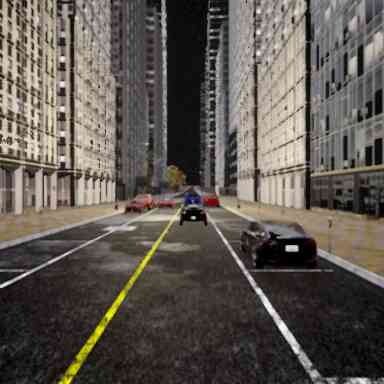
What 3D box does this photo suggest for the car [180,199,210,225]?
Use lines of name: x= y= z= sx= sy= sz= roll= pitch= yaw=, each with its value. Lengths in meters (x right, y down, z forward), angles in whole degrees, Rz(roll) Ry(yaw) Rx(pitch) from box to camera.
car: x=0.099 y=1.481 z=23.506 sx=1.812 sy=1.442 sz=4.674 roll=0 pitch=0 yaw=0

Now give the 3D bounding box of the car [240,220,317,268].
car: x=2.686 y=1.546 z=11.012 sx=1.947 sy=1.339 sz=4.313 roll=0 pitch=0 yaw=0

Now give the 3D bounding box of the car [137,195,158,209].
car: x=-5.698 y=1.232 z=39.506 sx=2.192 sy=1.841 sz=5.009 roll=0 pitch=0 yaw=0

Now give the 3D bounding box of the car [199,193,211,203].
car: x=2.681 y=1.146 z=67.996 sx=2.192 sy=1.841 sz=5.009 roll=0 pitch=0 yaw=0

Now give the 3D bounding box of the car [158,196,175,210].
car: x=-3.097 y=1.513 z=41.378 sx=1.895 sy=1.301 sz=4.718 roll=0 pitch=0 yaw=0

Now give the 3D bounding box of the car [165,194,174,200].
car: x=-5.701 y=1.207 z=85.095 sx=1.967 sy=1.590 sz=4.097 roll=0 pitch=0 yaw=0

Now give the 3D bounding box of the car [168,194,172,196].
car: x=-5.699 y=1.381 z=67.999 sx=2.008 sy=1.369 sz=4.403 roll=0 pitch=0 yaw=0

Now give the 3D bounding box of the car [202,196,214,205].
car: x=2.682 y=1.392 z=56.770 sx=1.752 sy=1.417 sz=4.829 roll=0 pitch=0 yaw=0

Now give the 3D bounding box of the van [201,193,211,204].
van: x=2.681 y=1.191 z=62.297 sx=1.690 sy=1.788 sz=3.998 roll=0 pitch=0 yaw=0

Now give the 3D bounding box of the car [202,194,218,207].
car: x=2.682 y=1.200 z=50.901 sx=2.192 sy=1.841 sz=5.009 roll=0 pitch=0 yaw=0

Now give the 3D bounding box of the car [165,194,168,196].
car: x=-5.698 y=1.307 z=56.601 sx=1.967 sy=1.590 sz=4.097 roll=0 pitch=0 yaw=0

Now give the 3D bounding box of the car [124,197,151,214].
car: x=-5.696 y=1.476 z=33.808 sx=1.887 sy=1.381 sz=4.507 roll=0 pitch=0 yaw=0

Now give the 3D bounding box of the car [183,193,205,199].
car: x=0.096 y=1.139 z=39.920 sx=2.150 sy=2.045 sz=5.566 roll=0 pitch=0 yaw=0

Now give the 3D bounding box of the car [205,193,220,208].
car: x=2.683 y=1.217 z=45.202 sx=2.192 sy=1.841 sz=5.009 roll=0 pitch=0 yaw=0
